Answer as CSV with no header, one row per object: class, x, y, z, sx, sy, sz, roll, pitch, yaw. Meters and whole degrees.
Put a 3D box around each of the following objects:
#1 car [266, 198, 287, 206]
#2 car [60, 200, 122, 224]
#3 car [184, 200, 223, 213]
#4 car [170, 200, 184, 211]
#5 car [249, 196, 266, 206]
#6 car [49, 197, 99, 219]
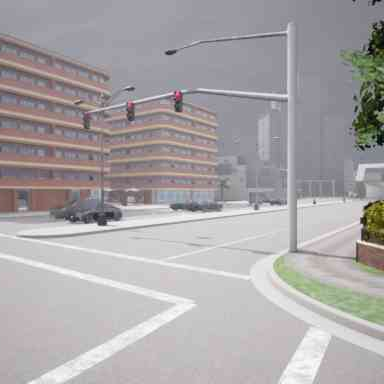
car,14.388,1.602,54.482,1.895,1.301,4.718,0,0,36
car,-7.259,1.564,24.929,1.994,1.385,4.181,0,0,36
car,1.526,1.601,36.994,1.895,1.301,4.718,0,0,36
car,-0.587,1.601,40.037,1.895,1.301,4.718,0,0,36
car,11.580,1.458,56.572,2.033,1.411,5.357,0,0,36
car,-9.500,1.351,27.807,2.097,1.767,4.553,0,0,36
